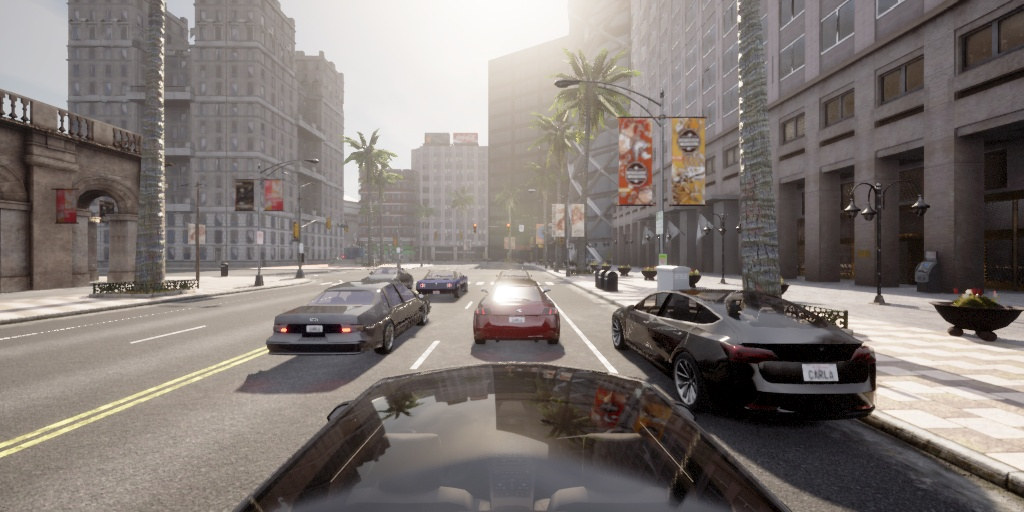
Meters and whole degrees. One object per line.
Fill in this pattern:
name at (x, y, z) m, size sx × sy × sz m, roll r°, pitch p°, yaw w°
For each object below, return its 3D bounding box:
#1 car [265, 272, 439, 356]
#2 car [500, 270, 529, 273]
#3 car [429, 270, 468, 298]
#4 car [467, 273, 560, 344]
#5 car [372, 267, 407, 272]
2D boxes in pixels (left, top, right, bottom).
car at (-3.400, 1.297, 8.686) m, size 2.033 × 1.411 × 5.357 m, roll 0°, pitch 0°, yaw 0°
car at (0.105, 1.351, 18.376) m, size 1.895 × 1.301 × 4.718 m, roll 0°, pitch 0°, yaw 0°
car at (-3.396, 1.351, 18.335) m, size 1.895 × 1.301 × 4.718 m, roll 0°, pitch 0°, yaw 0°
car at (0.103, 1.314, 9.568) m, size 1.994 × 1.385 × 4.181 m, roll 0°, pitch 0°, yaw 0°
car at (-6.995, 1.330, 20.388) m, size 1.994 × 1.385 × 4.181 m, roll 0°, pitch 0°, yaw 0°
